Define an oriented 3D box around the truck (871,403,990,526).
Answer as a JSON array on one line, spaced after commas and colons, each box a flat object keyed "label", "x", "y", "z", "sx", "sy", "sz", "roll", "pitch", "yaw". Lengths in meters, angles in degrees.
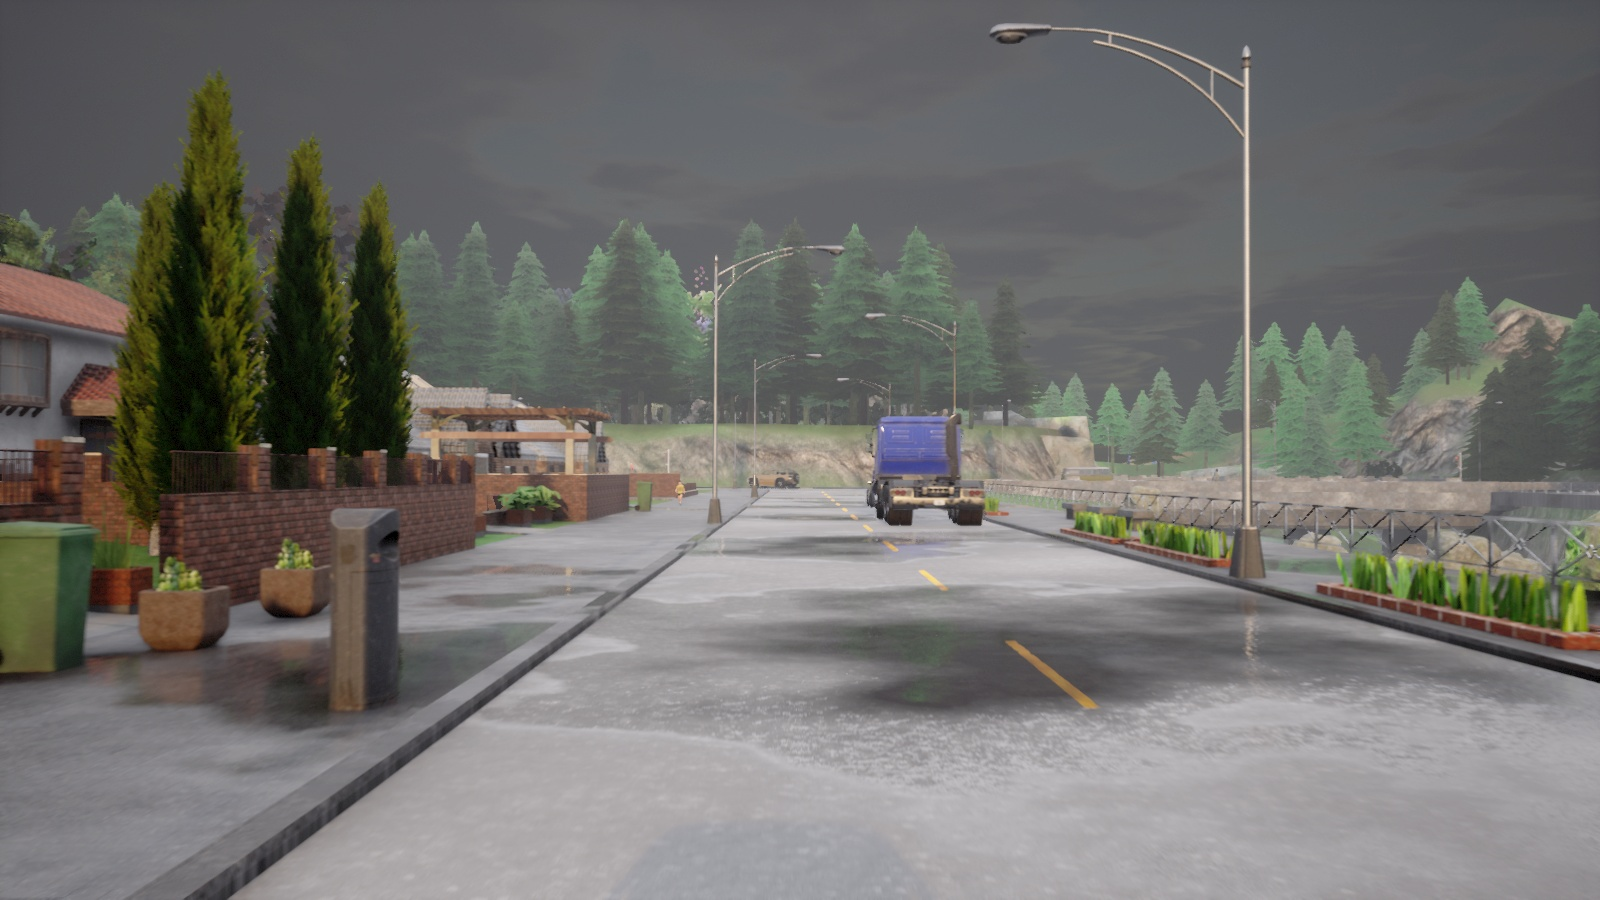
[{"label": "truck", "x": 3.904, "y": 0.476, "z": 39.379, "sx": 2.891, "sy": 3.462, "sz": 7.936, "roll": 0, "pitch": -1, "yaw": 0}]
